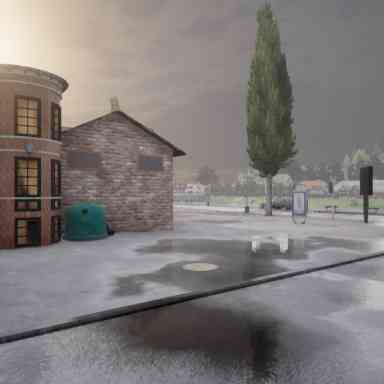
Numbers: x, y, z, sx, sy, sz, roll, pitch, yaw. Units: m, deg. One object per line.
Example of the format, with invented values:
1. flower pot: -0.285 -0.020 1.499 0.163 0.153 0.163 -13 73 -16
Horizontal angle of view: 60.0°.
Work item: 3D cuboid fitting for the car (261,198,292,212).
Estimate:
1. car: 10.356 1.491 39.408 2.128 1.511 4.902 0 0 -36
